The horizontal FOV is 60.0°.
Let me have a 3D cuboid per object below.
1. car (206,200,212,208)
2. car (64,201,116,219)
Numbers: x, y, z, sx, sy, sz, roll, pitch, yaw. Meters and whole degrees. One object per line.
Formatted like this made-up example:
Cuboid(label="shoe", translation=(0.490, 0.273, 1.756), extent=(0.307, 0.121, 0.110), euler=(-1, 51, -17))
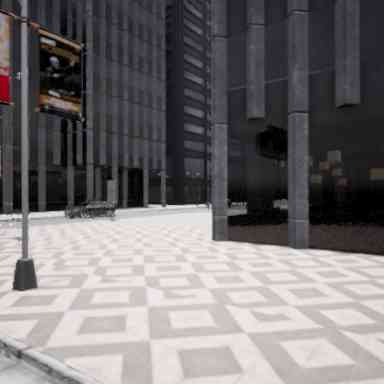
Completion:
Cuboid(label="car", translation=(3.898, 1.559, 48.621), extent=(2.128, 1.511, 4.902), euler=(0, 0, 36))
Cuboid(label="car", translation=(-9.221, 1.569, 30.370), extent=(1.837, 1.490, 4.892), euler=(0, 0, 36))
